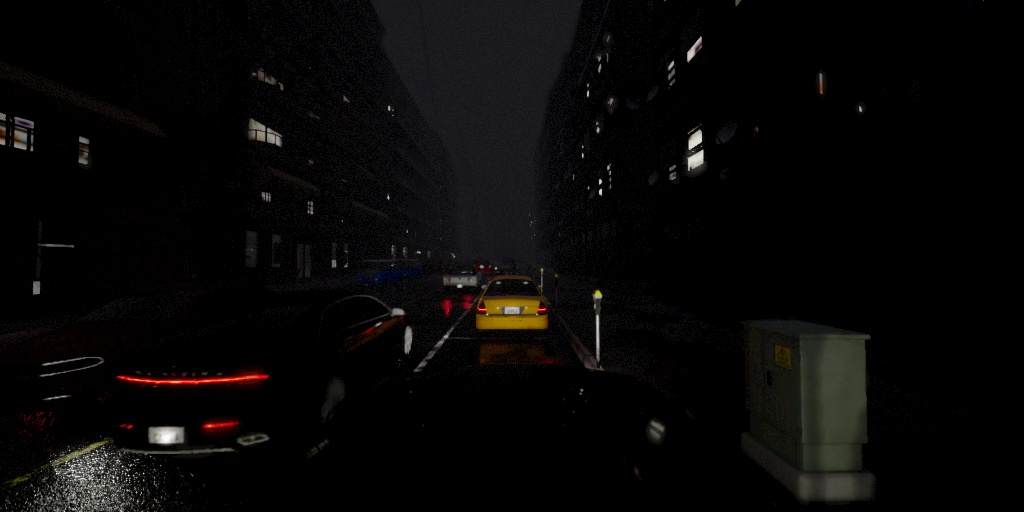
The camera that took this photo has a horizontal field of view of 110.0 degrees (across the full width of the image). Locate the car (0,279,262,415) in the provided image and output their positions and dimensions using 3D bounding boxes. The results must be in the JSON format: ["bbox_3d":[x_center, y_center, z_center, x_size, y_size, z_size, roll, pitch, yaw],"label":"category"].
[{"bbox_3d":[-5.872,1.230,6.419,1.882,1.535,5.008,0,0,0],"label":"car"}]

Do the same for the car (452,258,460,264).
[{"bbox_3d":[-8.338,1.128,44.724,2.192,1.841,5.009,0,0,0],"label":"car"}]

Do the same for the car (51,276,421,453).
[{"bbox_3d":[-2.921,1.258,5.453,1.837,1.490,4.892,0,0,0],"label":"car"}]

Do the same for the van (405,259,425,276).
[{"bbox_3d":[-8.337,1.118,28.134,1.690,1.789,3.998,0,0,0],"label":"van"}]

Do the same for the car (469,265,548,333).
[{"bbox_3d":[0.004,1.212,10.693,1.801,1.575,5.366,0,0,0],"label":"car"}]

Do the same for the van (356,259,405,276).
[{"bbox_3d":[-8.336,1.108,22.602,1.690,1.789,3.998,0,0,0],"label":"van"}]

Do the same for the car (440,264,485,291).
[{"bbox_3d":[-2.921,1.367,22.187,1.895,1.301,4.718,0,0,0],"label":"car"}]

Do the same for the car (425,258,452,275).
[{"bbox_3d":[-8.337,1.115,39.194,2.192,1.841,5.009,0,0,0],"label":"car"}]

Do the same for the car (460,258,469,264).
[{"bbox_3d":[-5.774,1.294,48.646,1.994,1.385,4.181,0,0,0],"label":"car"}]

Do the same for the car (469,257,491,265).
[{"bbox_3d":[-3.022,1.150,38.180,2.097,1.767,4.553,0,0,0],"label":"car"}]

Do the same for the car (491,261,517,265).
[{"bbox_3d":[-0.454,1.322,28.072,1.888,1.381,4.507,0,0,0],"label":"car"}]

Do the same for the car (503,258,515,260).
[{"bbox_3d":[-0.447,1.240,39.134,1.967,1.591,4.097,0,0,0],"label":"car"}]
